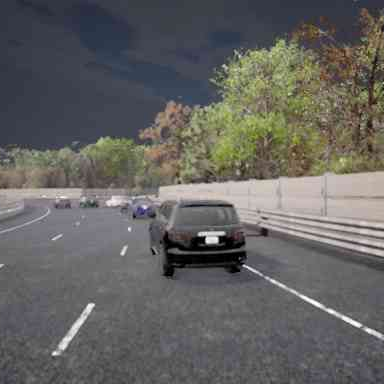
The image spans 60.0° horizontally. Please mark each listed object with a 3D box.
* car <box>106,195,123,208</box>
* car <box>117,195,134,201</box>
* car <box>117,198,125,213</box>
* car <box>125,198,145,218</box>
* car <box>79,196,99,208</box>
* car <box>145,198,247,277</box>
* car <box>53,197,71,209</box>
[{"bbox_3d":[-11.064,1.516,47.962,1.812,1.442,4.674,0,0,-29],"label":"car"},{"bbox_3d":[-17.822,1.518,89.611,2.033,1.411,5.357,0,0,17],"label":"car"},{"bbox_3d":[-7.180,1.516,37.548,1.812,1.442,4.674,0,0,-14],"label":"car"},{"bbox_3d":[-4.520,1.343,29.948,2.097,1.767,4.553,0,0,-16],"label":"car"},{"bbox_3d":[-14.723,1.348,47.344,2.097,1.767,4.553,0,0,-28],"label":"car"},{"bbox_3d":[-0.088,1.218,10.500,2.150,2.045,5.566,0,0,-12],"label":"car"},{"bbox_3d":[-17.920,1.492,45.905,2.128,1.511,4.902,0,0,-28],"label":"car"}]
